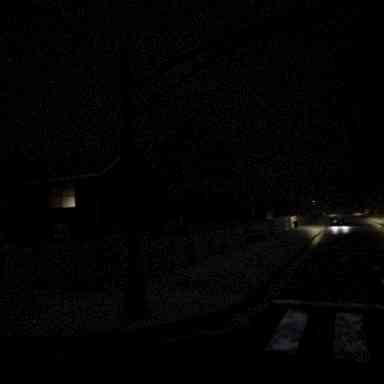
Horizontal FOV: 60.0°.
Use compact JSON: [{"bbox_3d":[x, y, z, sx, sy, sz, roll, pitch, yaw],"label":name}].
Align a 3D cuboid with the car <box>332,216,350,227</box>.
[{"bbox_3d":[19.971,3.884,44.640,1.994,1.385,4.181,-5,-5,24],"label":"car"}]
